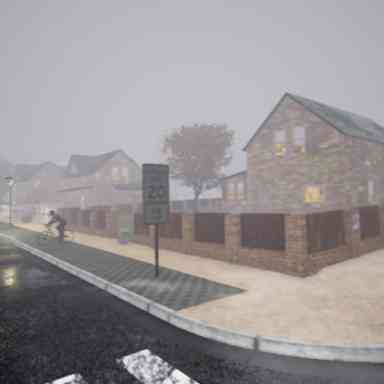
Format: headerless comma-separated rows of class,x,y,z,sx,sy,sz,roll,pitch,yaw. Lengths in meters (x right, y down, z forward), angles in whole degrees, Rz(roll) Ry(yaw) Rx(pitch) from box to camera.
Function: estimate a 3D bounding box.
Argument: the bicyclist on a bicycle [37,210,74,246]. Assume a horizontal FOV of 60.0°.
bicyclist on a bicycle,-6.304,1.655,15.407,1.656,1.620,0.582,-1,-1,-38
